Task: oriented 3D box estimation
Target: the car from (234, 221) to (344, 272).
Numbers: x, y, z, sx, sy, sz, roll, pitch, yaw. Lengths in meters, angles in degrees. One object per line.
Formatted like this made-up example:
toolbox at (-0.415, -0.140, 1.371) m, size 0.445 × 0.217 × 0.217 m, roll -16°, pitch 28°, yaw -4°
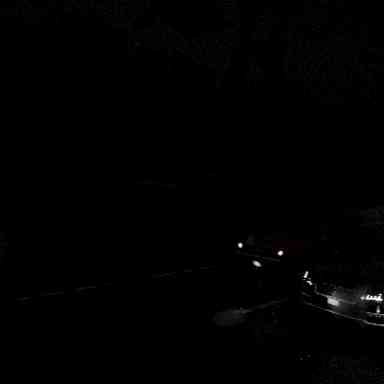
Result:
car at (3.548, 1.604, 10.149) m, size 4.718 × 1.301 × 1.895 m, roll 0°, pitch 0°, yaw -35°

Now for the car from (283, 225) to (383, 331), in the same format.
car at (4.223, 1.511, 6.651) m, size 4.892 × 1.490 × 1.837 m, roll 1°, pitch 0°, yaw -35°
